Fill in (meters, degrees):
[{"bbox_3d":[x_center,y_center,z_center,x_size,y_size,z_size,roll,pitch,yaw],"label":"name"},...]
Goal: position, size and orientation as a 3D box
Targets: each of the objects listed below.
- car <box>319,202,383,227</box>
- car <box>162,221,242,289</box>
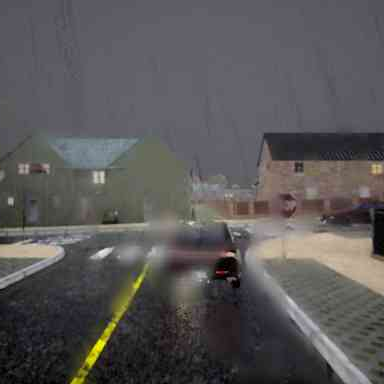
[{"bbox_3d":[10.703,1.311,20.265,5.357,1.411,2.033,-2,-1,-1],"label":"car"},{"bbox_3d":[0.382,1.585,9.474,2.128,1.511,4.902,0,-1,5],"label":"car"}]
